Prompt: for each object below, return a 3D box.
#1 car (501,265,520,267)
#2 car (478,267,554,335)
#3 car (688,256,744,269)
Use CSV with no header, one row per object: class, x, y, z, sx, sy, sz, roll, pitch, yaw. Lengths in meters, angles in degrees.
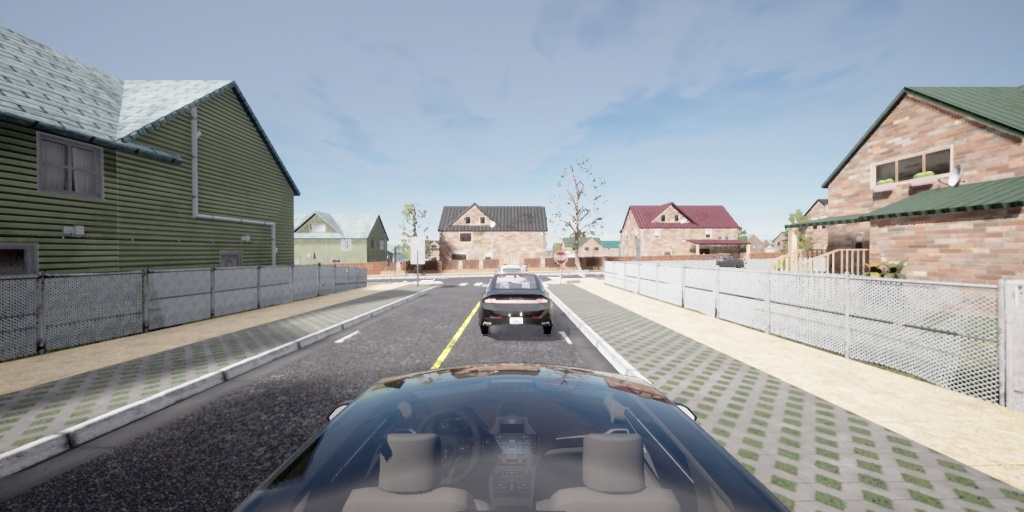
car,-0.112,1.292,22.412,1.812,1.442,4.674,0,0,-4
car,0.102,1.245,10.509,2.128,1.511,4.902,0,0,0
car,18.556,0.764,32.987,4.902,1.511,2.128,-1,1,0
